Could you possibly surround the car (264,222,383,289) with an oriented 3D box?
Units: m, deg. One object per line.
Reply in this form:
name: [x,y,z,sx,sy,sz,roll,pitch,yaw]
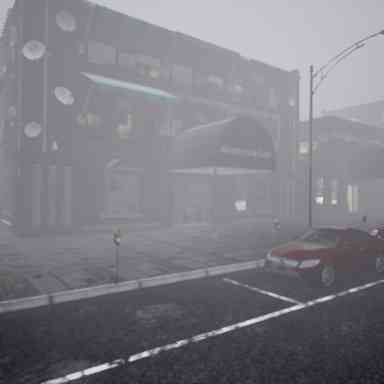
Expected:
car: [3.889,1.641,9.323,4.206,1.307,1.802,0,0,-35]
